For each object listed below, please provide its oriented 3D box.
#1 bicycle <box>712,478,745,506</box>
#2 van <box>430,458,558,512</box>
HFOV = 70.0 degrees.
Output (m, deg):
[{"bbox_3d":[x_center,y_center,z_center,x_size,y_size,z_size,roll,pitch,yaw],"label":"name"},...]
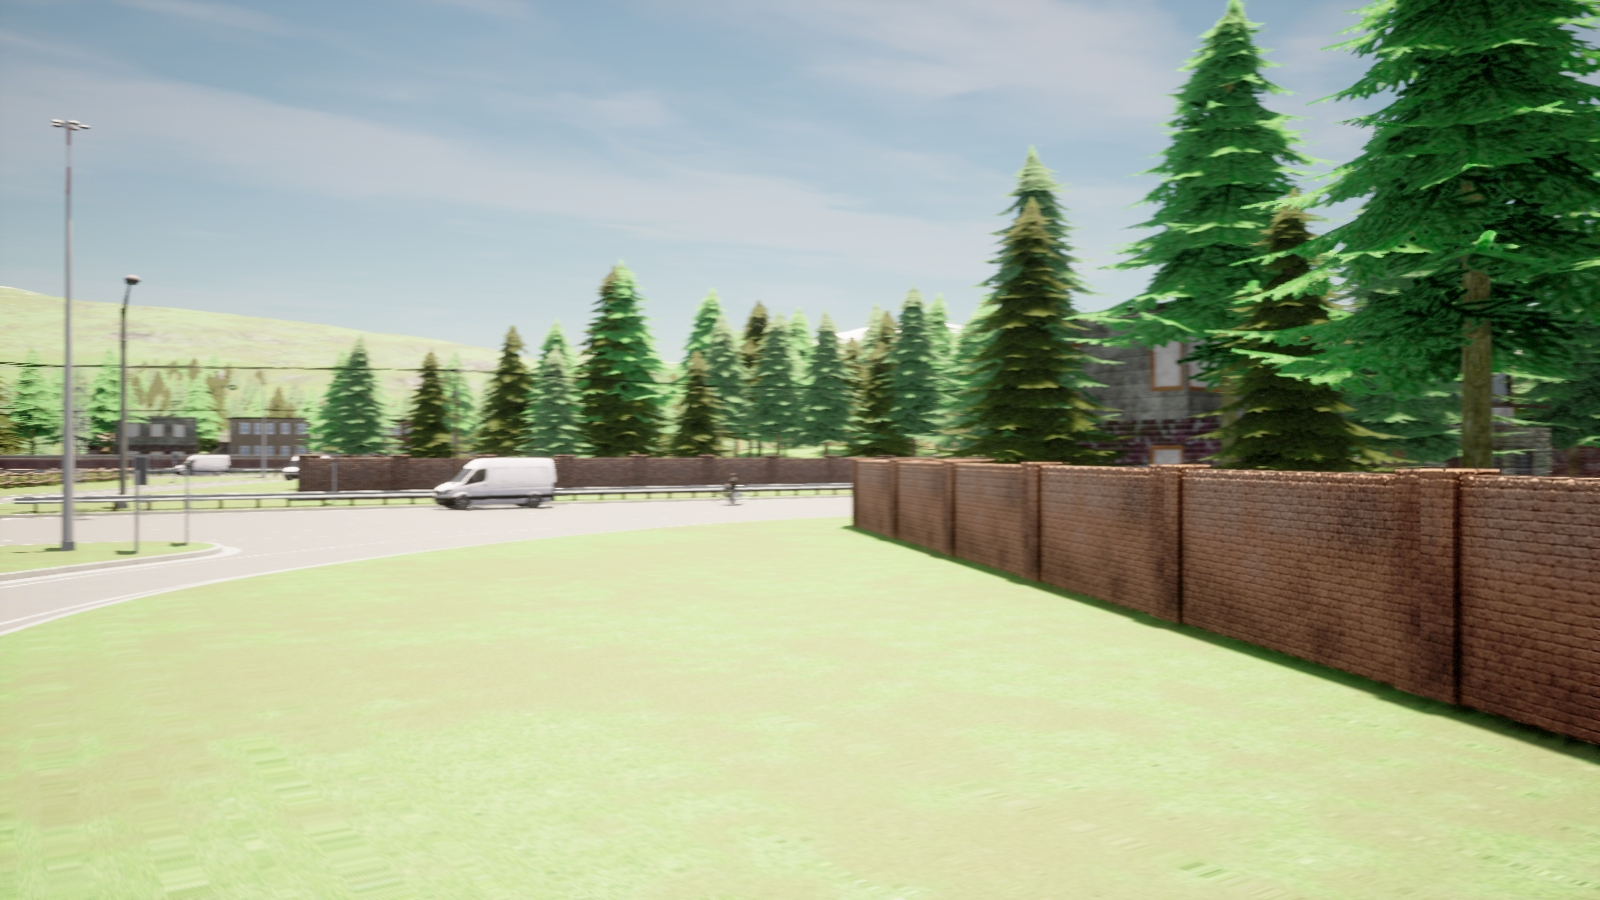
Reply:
[{"bbox_3d":[-3.795,2.256,61.072,1.835,1.471,0.329,0,0,-33],"label":"bicycle"},{"bbox_3d":[-15.396,1.706,57.656,5.915,2.561,1.988,0,0,-33],"label":"van"}]
